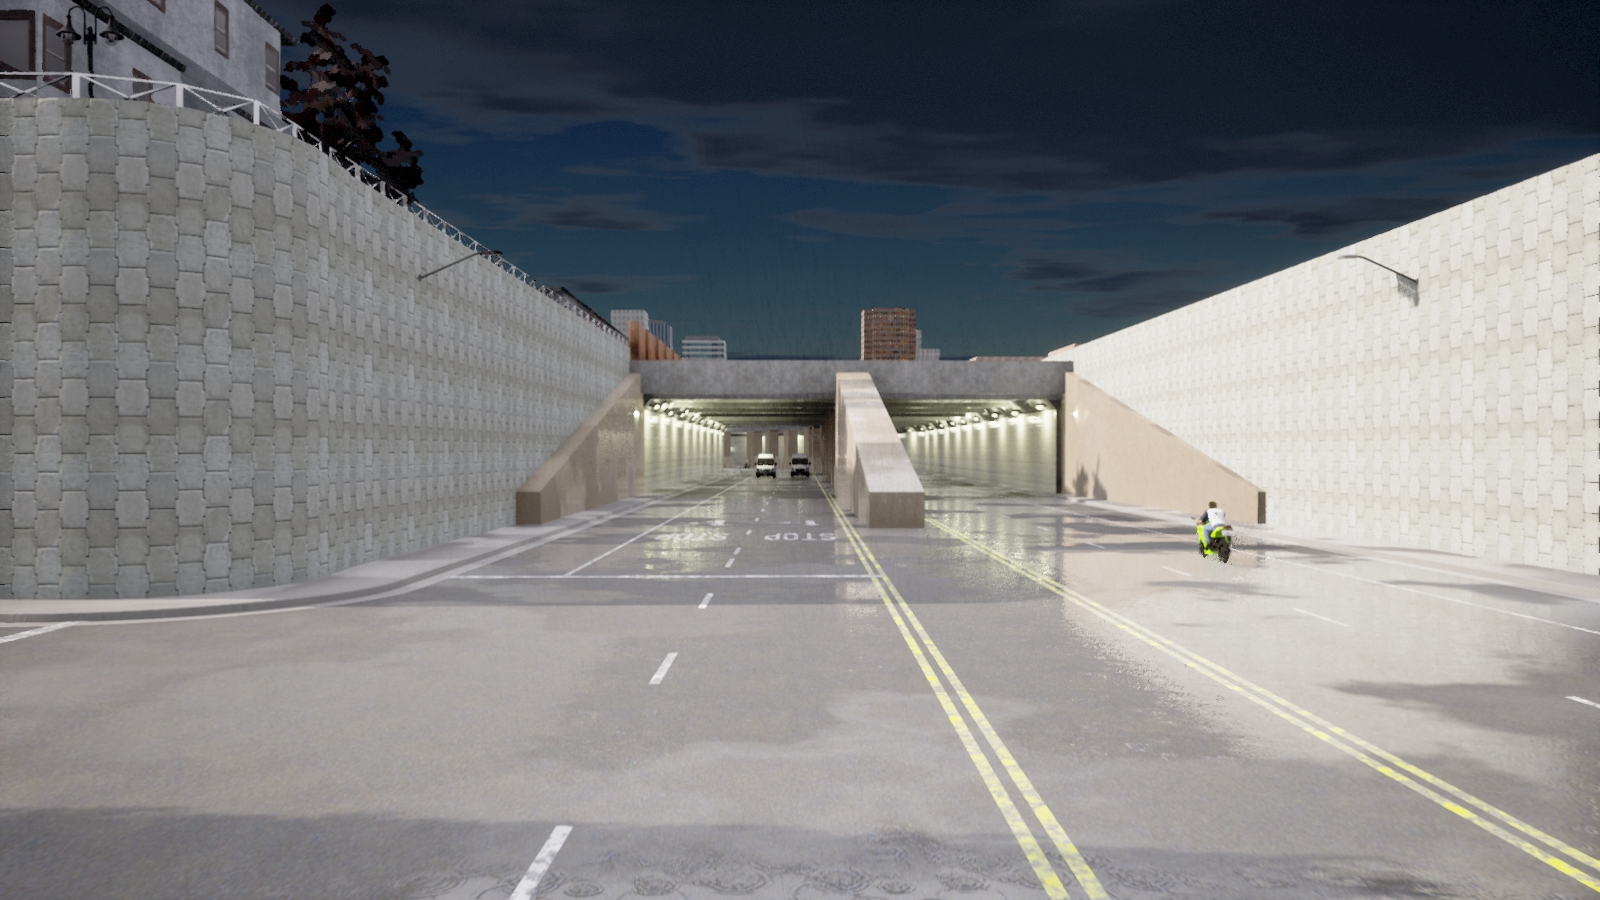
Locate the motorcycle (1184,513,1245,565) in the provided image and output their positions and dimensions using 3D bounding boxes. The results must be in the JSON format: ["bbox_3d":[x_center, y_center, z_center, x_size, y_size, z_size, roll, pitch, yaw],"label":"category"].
[{"bbox_3d":[10.479,2.238,28.975,0.803,1.145,2.033,0,0,0],"label":"motorcycle"}]
